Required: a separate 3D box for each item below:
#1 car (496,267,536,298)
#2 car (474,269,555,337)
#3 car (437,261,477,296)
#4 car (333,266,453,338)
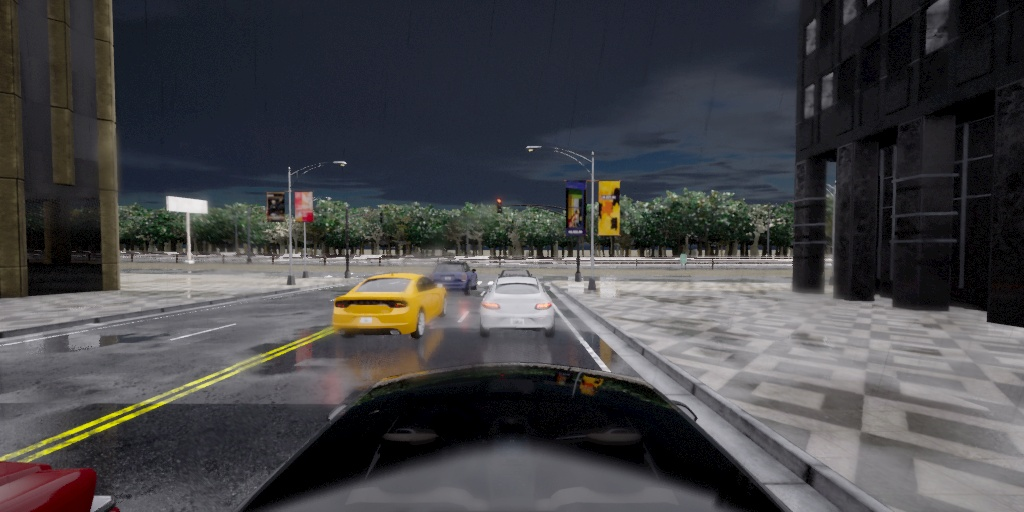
[{"bbox_3d":[0.180,1.342,19.328,1.895,1.301,4.718,0,0,0],"label":"car"},{"bbox_3d":[0.138,1.271,10.166,1.812,1.442,4.674,0,0,0],"label":"car"},{"bbox_3d":[-3.072,1.093,19.339,2.097,1.767,4.553,0,0,0],"label":"car"},{"bbox_3d":[-3.114,1.223,10.157,1.882,1.535,5.008,0,0,0],"label":"car"}]
